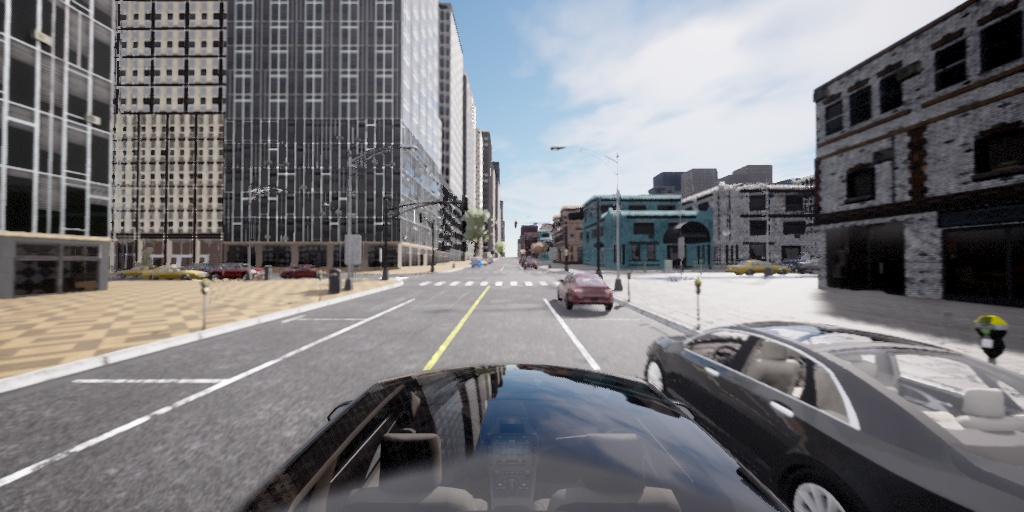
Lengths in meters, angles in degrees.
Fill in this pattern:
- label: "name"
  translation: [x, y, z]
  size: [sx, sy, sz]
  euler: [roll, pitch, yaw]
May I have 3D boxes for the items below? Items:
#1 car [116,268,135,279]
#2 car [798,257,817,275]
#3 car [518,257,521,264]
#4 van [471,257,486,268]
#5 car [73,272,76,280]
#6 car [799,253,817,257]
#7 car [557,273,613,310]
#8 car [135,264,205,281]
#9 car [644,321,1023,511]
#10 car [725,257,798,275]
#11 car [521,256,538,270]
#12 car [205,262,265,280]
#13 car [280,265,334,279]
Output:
- label: "car"
  translation: [-40.240, 1.694, 39.089]
  size: [4.829, 1.417, 1.751]
  euler: [0, 0, 1]
- label: "car"
  translation: [26.052, 0.949, 30.076]
  size: [4.403, 1.370, 2.007]
  euler: [0, 0, 1]
- label: "car"
  translation: [2.690, 1.020, 63.679]
  size: [2.192, 1.841, 5.009]
  euler: [0, 0, 0]
- label: "van"
  translation: [-5.691, 1.050, 57.966]
  size: [1.690, 1.789, 3.998]
  euler: [0, 0, 0]
- label: "car"
  translation: [-40.152, 1.467, 30.708]
  size: [4.097, 1.591, 1.967]
  euler: [0, 0, 1]
- label: "car"
  translation: [30.130, 0.679, 35.839]
  size: [5.566, 2.045, 2.150]
  euler: [-1, -1, 1]
- label: "car"
  translation: [2.815, 1.326, 14.368]
  size: [1.802, 1.307, 4.207]
  euler: [0, 0, 0]
- label: "car"
  translation: [-28.616, 1.444, 30.598]
  size: [4.829, 1.417, 1.751]
  euler: [0, 0, 1]
- label: "car"
  translation: [2.692, 1.300, 3.416]
  size: [2.007, 1.370, 4.403]
  euler: [0, 0, 0]
- label: "car"
  translation: [20.689, 0.975, 30.127]
  size: [4.829, 1.417, 1.751]
  euler: [0, 0, 1]
- label: "car"
  translation: [2.690, 1.154, 52.331]
  size: [1.967, 1.591, 4.097]
  euler: [0, 0, 0]
- label: "car"
  translation: [-23.103, 1.304, 30.545]
  size: [4.097, 1.591, 1.967]
  euler: [0, 0, 1]
- label: "car"
  translation: [-17.420, 1.392, 30.491]
  size: [4.207, 1.307, 1.802]
  euler: [0, 0, 1]
